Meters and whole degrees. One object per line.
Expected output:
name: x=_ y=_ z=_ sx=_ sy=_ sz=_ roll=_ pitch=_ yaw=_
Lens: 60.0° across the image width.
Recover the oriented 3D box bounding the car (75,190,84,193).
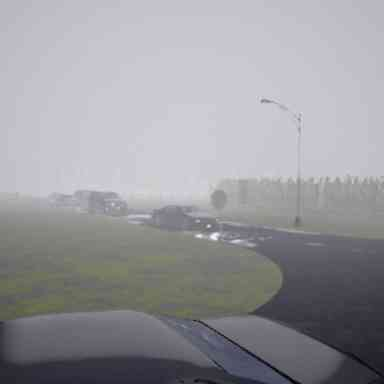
car: x=-15.056 y=0.712 z=45.811 sx=2.150 sy=2.045 sz=5.566 roll=0 pitch=0 yaw=-36

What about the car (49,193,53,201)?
car: x=-23.246 y=0.752 z=57.192 sx=1.882 sy=1.535 sz=5.008 roll=0 pitch=1 yaw=-36

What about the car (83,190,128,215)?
car: x=-7.907 y=0.955 z=30.838 sx=2.150 sy=2.045 sz=5.566 roll=0 pitch=2 yaw=-35

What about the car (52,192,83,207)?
car: x=-15.605 y=1.063 z=41.570 sx=1.812 sy=1.442 sz=4.674 roll=0 pitch=1 yaw=-35

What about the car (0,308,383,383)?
car: x=-1.086 y=1.548 z=1.760 sx=5.357 sy=1.411 sz=2.033 roll=1 pitch=0 yaw=-30

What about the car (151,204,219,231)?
car: x=-0.597 y=1.473 z=20.667 sx=2.033 sy=1.411 sz=5.357 roll=0 pitch=1 yaw=-36
